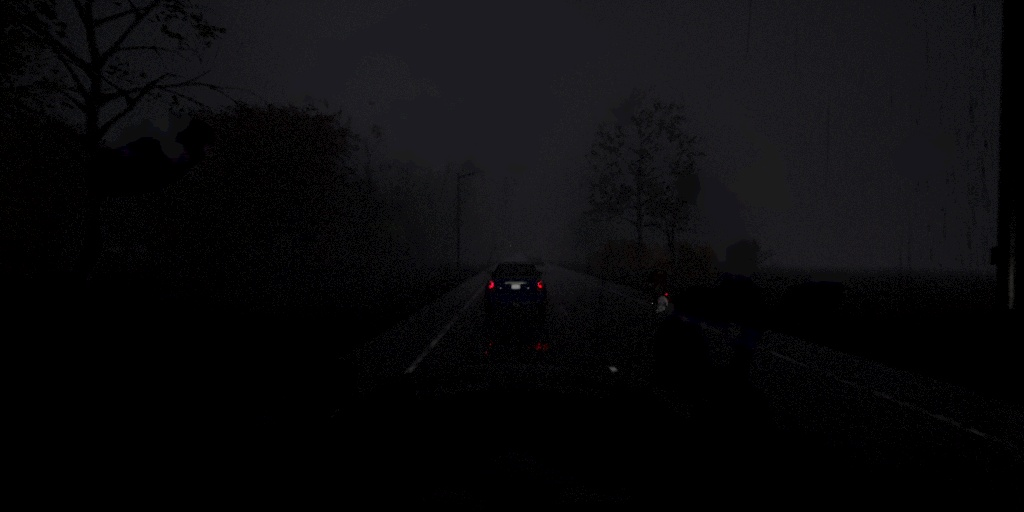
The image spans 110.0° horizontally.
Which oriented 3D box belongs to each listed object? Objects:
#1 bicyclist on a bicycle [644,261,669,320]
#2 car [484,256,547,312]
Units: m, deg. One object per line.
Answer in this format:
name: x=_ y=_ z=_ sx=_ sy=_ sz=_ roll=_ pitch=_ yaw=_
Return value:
bicyclist on a bicycle: x=4.490 y=1.040 z=11.242 sx=0.659 sy=1.776 sz=1.843 roll=0 pitch=1 yaw=0
car: x=0.132 y=0.987 z=13.721 sx=2.097 sy=1.767 sz=4.553 roll=0 pitch=1 yaw=0
